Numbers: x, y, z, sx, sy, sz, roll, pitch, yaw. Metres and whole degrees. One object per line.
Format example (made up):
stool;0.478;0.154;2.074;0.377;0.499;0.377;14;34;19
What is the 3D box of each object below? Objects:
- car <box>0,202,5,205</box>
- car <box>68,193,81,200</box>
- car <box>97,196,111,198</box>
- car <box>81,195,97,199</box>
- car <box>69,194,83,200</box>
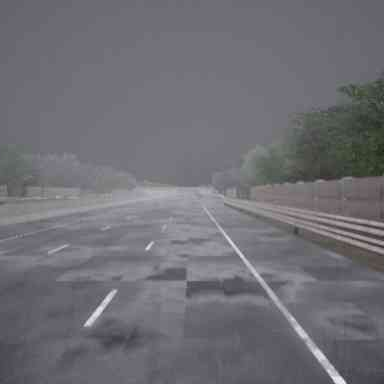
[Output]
car;-17.608;1.527;28.626;2.033;1.411;5.357;0;0;0
car;-24.529;1.292;70.277;2.097;1.767;4.553;0;0;0
car;-17.528;1.453;68.847;1.994;1.385;4.181;0;0;0
car;-21.029;1.462;70.249;2.128;1.511;4.902;0;0;0
car;-27.396;1.128;78.553;1.837;1.490;4.892;0;0;-3
